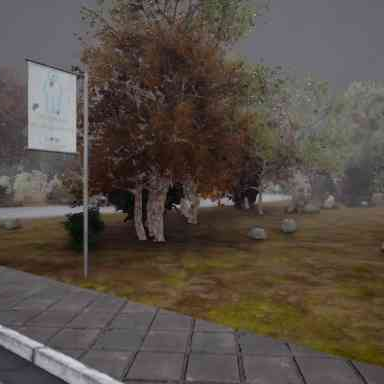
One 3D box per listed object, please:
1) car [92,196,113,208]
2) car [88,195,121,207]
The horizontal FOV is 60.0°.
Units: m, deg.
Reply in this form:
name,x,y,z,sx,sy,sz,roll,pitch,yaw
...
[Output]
name,x,y,z,sx,sy,sz,roll,pitch,yaw
car,-11.483,1.527,47.452,1.994,1.385,4.181,0,0,38
car,-13.340,1.309,50.781,2.097,1.767,4.553,0,0,37
